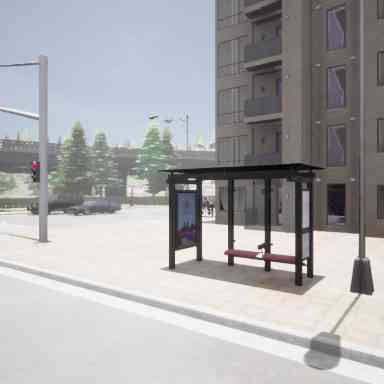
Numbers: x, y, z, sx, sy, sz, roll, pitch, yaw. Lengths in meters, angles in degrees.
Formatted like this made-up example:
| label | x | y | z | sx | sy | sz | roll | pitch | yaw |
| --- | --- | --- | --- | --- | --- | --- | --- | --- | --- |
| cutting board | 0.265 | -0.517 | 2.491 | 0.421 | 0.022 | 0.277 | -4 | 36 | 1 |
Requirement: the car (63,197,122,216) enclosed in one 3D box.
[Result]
| label | x | y | z | sx | sy | sz | roll | pitch | yaw |
| --- | --- | --- | --- | --- | --- | --- | --- | --- | --- |
| car | -9.361 | 1.492 | 32.414 | 2.033 | 1.411 | 5.357 | 0 | 0 | 37 |

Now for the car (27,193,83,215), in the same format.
| label | x | y | z | sx | sy | sz | roll | pitch | yaw |
| --- | --- | --- | --- | --- | --- | --- | --- | --- | --- |
| car | -13.294 | 1.166 | 32.962 | 2.150 | 2.045 | 5.566 | 0 | 0 | 37 |

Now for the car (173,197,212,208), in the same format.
| label | x | y | z | sx | sy | sz | roll | pitch | yaw |
| --- | --- | --- | --- | --- | --- | --- | --- | --- | --- |
| car | 0.092 | 1.491 | 47.822 | 5.357 | 1.411 | 2.033 | 0 | 0 | -36 |

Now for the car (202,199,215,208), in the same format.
| label | x | y | z | sx | sy | sz | roll | pitch | yaw |
| --- | --- | --- | --- | --- | --- | --- | --- | --- | --- |
| car | 1.438 | 1.545 | 44.447 | 4.718 | 1.301 | 1.895 | 0 | 0 | -36 |

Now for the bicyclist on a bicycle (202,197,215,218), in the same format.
| label | x | y | z | sx | sy | sz | roll | pitch | yaw |
| --- | --- | --- | --- | --- | --- | --- | --- | --- | --- |
| bicyclist on a bicycle | 1.253 | 1.245 | 26.671 | 1.656 | 1.620 | 0.582 | 0 | 0 | 36 |
